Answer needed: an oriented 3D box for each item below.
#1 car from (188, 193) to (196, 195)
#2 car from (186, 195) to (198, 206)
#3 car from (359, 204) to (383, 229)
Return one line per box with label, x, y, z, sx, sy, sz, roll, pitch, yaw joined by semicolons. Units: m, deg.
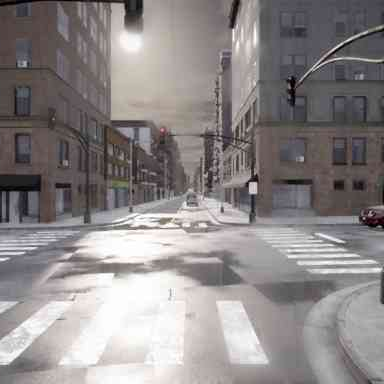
car;-0.038;1.290;70.764;2.150;2.045;5.566;0;0;0
car;-0.007;1.587;56.108;2.033;1.411;5.357;0;0;-1
car;12.053;1.123;18.445;5.009;1.841;2.192;-1;1;0
